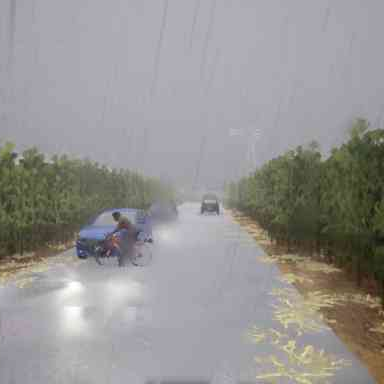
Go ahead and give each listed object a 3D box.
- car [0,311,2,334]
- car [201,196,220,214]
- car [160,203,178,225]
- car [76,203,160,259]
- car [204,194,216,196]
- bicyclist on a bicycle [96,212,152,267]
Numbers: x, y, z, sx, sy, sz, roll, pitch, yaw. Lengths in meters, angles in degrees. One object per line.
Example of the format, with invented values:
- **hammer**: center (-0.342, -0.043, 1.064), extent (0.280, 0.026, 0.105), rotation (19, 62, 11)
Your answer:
- **car**: center (-3.193, 1.502, 1.868), extent (1.837, 1.490, 4.892), rotation (0, 0, 3)
- **car**: center (1.992, 1.532, 36.487), extent (1.882, 1.535, 5.008), rotation (0, -1, 3)
- **car**: center (-2.036, 1.436, 23.024), extent (2.033, 1.411, 5.357), rotation (0, -1, 3)
- **car**: center (-2.621, 1.379, 12.375), extent (1.882, 1.535, 5.008), rotation (0, 1, 3)
- **car**: center (2.572, 1.309, 47.322), extent (2.150, 2.045, 5.566), rotation (0, 0, 3)
- **bicyclist on a bicycle**: center (-2.004, 1.393, 9.640), extent (1.656, 1.620, 0.582), rotation (-2, 1, 3)
